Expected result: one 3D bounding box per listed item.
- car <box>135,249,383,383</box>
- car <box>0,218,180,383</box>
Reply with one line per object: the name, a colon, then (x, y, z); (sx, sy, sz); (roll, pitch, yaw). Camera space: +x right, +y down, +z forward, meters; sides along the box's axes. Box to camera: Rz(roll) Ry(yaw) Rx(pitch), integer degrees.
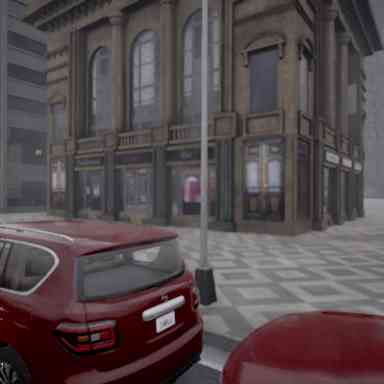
car: (2.377, 1.322, 1.272); (5.009, 1.841, 2.192); (0, 0, 35)
car: (-2.195, 1.292, 4.521); (5.009, 1.841, 2.192); (0, 0, 35)
